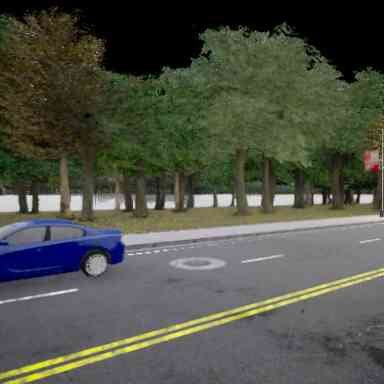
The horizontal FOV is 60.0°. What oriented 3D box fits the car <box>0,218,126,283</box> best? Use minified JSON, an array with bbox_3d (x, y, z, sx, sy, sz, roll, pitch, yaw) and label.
[{"bbox_3d":[-4.217,1.480,8.664,5.008,1.535,1.882,0,0,-36],"label":"car"}]
